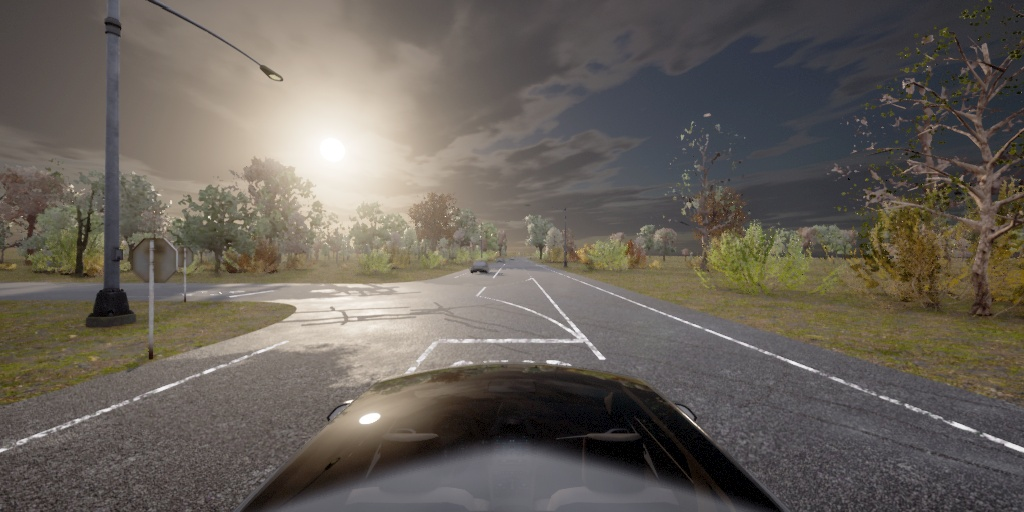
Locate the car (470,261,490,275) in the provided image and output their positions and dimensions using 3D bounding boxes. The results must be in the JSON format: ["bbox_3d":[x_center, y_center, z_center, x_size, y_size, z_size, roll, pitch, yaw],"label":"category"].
[{"bbox_3d":[-3.436,1.275,39.272,2.033,1.411,5.357,0,0,0],"label":"car"}]
